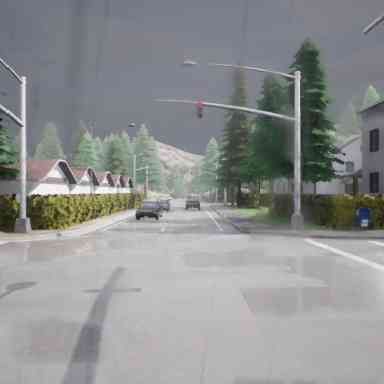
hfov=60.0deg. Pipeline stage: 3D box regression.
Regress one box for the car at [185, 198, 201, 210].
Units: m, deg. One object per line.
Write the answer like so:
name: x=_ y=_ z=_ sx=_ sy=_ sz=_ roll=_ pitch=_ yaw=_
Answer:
car: x=0.118 y=1.521 z=43.264 sx=1.837 sy=1.490 sz=4.892 roll=0 pitch=0 yaw=0

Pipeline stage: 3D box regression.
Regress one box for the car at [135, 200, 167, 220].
car: x=-3.587 y=1.558 z=28.614 sx=2.033 sy=1.411 sz=5.357 roll=0 pitch=0 yaw=0

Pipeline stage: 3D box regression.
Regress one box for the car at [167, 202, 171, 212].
car: x=-3.562 y=1.579 z=38.531 sx=1.994 sy=1.385 sz=4.181 roll=0 pitch=0 yaw=1
